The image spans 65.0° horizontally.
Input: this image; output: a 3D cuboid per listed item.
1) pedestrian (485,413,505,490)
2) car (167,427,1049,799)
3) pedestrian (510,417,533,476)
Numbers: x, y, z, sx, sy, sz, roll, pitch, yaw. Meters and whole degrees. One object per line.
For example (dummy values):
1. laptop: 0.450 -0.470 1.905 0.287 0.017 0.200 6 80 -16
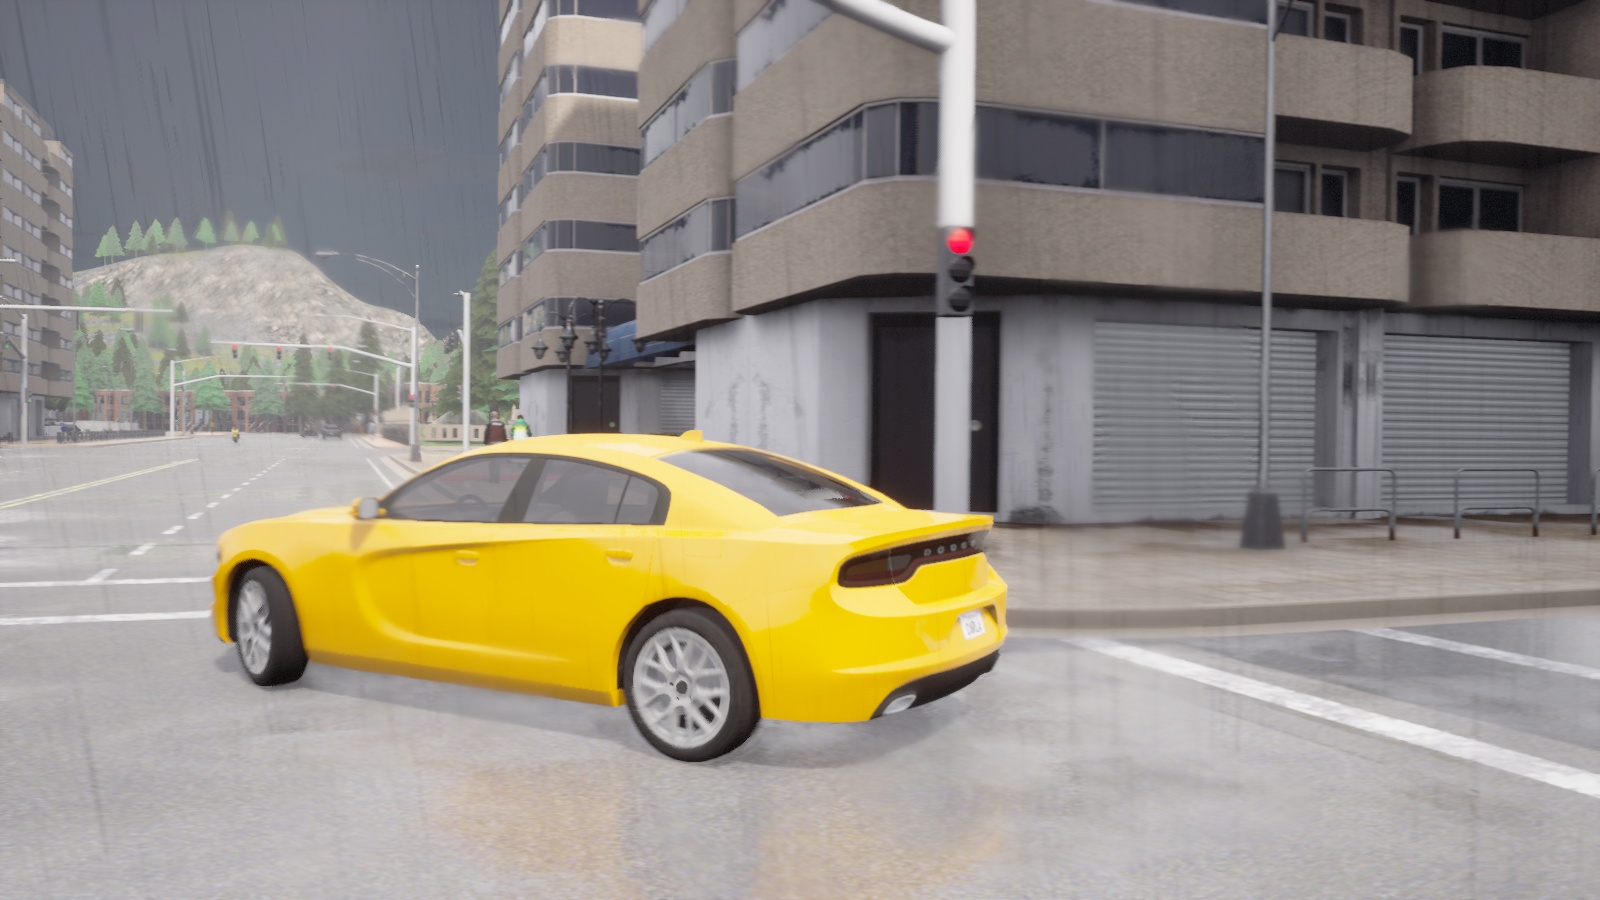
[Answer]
1. pedestrian: -7.420 0.039 30.578 0.376 1.854 0.720 -1 1 -20
2. car: -1.281 0.670 7.324 5.008 1.535 1.882 0 1 31
3. pedestrian: -9.252 -0.124 41.726 0.659 1.952 0.873 -1 1 -18
